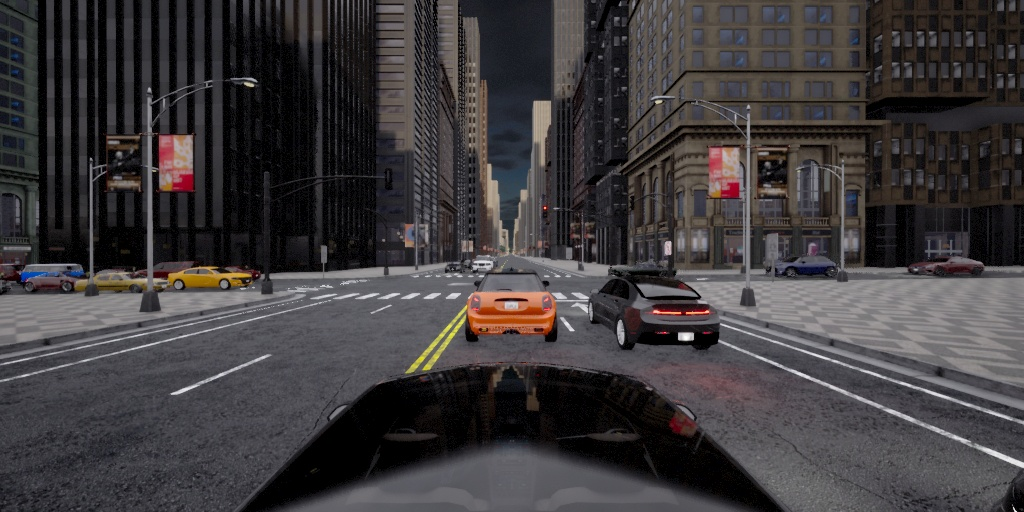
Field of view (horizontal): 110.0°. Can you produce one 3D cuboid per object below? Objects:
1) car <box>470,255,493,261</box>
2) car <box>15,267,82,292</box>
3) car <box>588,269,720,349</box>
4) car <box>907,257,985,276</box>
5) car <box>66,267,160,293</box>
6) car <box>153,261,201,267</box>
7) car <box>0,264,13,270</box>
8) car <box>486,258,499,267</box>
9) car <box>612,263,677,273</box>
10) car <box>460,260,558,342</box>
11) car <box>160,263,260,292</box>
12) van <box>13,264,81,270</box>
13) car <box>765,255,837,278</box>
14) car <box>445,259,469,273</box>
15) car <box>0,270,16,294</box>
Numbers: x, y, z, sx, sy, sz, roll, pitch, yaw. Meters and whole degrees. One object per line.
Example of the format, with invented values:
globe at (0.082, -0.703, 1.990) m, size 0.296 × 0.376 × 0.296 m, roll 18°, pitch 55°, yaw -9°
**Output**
car at (-3.449, 0.952, 43.358) m, size 2.150 × 2.045 × 5.566 m, roll 0°, pitch 0°, yaw 0°
car at (-30.780, 1.711, 24.819) m, size 4.181 × 1.385 × 1.994 m, roll -1°, pitch 0°, yaw 1°
car at (3.235, 1.254, 9.102) m, size 1.837 × 1.490 × 4.892 m, roll 0°, pitch 0°, yaw 0°
car at (33.938, 0.786, 28.054) m, size 4.674 × 1.442 × 1.812 m, roll -1°, pitch 0°, yaw 0°
car at (-23.880, 1.593, 22.147) m, size 4.829 × 1.417 × 1.751 m, roll 0°, pitch 0°, yaw 0°
car at (-29.128, 1.414, 30.680) m, size 5.009 × 1.841 × 2.192 m, roll 0°, pitch 0°, yaw 0°
car at (-44.390, 1.621, 30.694) m, size 5.009 × 1.841 × 2.192 m, roll 0°, pitch 0°, yaw 0°
car at (-3.463, 1.200, 63.596) m, size 2.128 × 1.511 × 4.902 m, roll 0°, pitch 0°, yaw 0°
car at (10.160, 1.181, 28.038) m, size 4.718 × 1.301 × 1.895 m, roll -1°, pitch 0°, yaw 0°
car at (-0.007, 1.101, 9.963) m, size 2.097 × 1.767 × 4.553 m, roll 0°, pitch 0°, yaw 0°
car at (-20.782, 1.489, 24.806) m, size 5.008 × 1.535 × 1.882 m, roll -1°, pitch 0°, yaw 0°
van at (-39.303, 1.578, 30.689) m, size 3.998 × 1.789 × 1.690 m, roll 0°, pitch 0°, yaw 0°
car at (22.470, 0.764, 28.050) m, size 4.553 × 1.767 × 2.097 m, roll -1°, pitch 0°, yaw 0°
car at (-6.697, 1.295, 42.515) m, size 1.994 × 1.385 × 4.181 m, roll 0°, pitch 0°, yaw 0°
car at (-33.822, 1.751, 22.145) m, size 4.403 × 1.370 × 2.007 m, roll 0°, pitch 0°, yaw 0°
